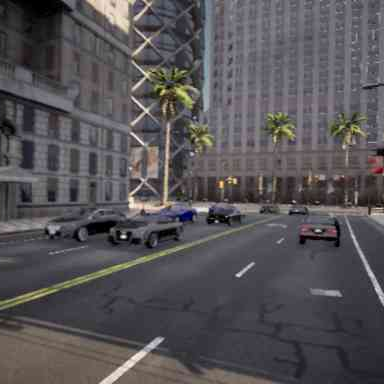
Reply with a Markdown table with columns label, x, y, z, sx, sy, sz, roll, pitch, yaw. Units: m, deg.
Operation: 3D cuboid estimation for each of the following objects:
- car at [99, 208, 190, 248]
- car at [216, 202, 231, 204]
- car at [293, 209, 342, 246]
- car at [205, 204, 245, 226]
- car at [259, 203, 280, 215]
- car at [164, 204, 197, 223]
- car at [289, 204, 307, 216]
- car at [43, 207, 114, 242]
| label | x | y | z | sx | sy | sz | roll | pitch | yaw |
| --- | --- | --- | --- | --- | --- | --- | --- | --- | --- |
| car | -1.991 | 1.651 | 15.275 | 1.994 | 1.385 | 4.181 | 1 | -1 | 23 |
| car | 3.313 | 1.848 | 36.245 | 1.882 | 1.535 | 5.008 | 1 | -1 | 24 |
| car | 6.662 | 1.829 | 17.225 | 2.033 | 1.411 | 5.357 | 1 | -1 | 23 |
| car | 2.676 | 1.874 | 26.114 | 1.895 | 1.301 | 4.718 | 1 | -1 | 24 |
| car | 9.957 | 2.125 | 42.565 | 1.994 | 1.385 | 4.181 | 1 | -1 | 24 |
| car | -1.223 | 1.669 | 25.914 | 1.882 | 1.535 | 5.008 | 1 | -1 | 24 |
| car | 13.026 | 2.172 | 40.621 | 1.994 | 1.385 | 4.181 | 1 | -1 | 24 |
| car | -5.148 | 1.526 | 16.788 | 2.128 | 1.511 | 4.902 | 1 | -1 | 23 |
